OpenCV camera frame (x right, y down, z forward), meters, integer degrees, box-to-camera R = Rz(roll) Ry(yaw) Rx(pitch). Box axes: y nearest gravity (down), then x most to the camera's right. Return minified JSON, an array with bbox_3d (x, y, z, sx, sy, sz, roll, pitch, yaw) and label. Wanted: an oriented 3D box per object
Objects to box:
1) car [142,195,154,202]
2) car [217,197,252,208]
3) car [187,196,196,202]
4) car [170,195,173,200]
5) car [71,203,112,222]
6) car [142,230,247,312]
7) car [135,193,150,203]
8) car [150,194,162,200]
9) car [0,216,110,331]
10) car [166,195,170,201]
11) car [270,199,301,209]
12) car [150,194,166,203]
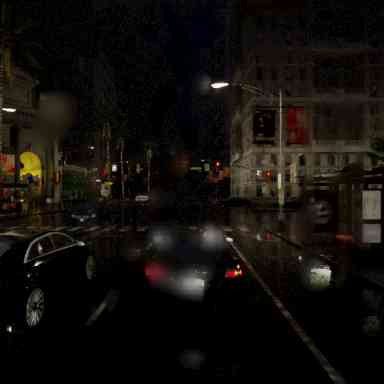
[{"bbox_3d":[-10.626,1.540,80.693,2.033,1.411,5.357,0,0,0],"label":"car"},{"bbox_3d":[6.074,1.478,47.431,5.008,1.535,1.882,0,0,9],"label":"car"},{"bbox_3d":[-0.120,1.553,75.384,1.994,1.385,4.181,0,0,0],"label":"car"},{"bbox_3d":[-6.312,1.524,90.185,1.812,1.442,4.674,0,0,10],"label":"car"},{"bbox_3d":[-7.002,1.526,23.676,1.812,1.442,4.674,0,0,2],"label":"car"},{"bbox_3d":[0.052,1.564,7.790,1.994,1.385,4.181,0,0,0],"label":"car"},{"bbox_3d":[-10.613,1.225,70.677,2.150,2.045,5.566,0,0,0],"label":"car"},{"bbox_3d":[-9.746,1.355,90.868,2.097,1.767,4.553,0,0,10],"label":"car"},{"bbox_3d":[-3.453,1.492,6.855,2.128,1.511,4.902,0,0,0],"label":"car"},{"bbox_3d":[-7.125,1.355,80.056,2.097,1.767,4.553,0,0,0],"label":"car"},{"bbox_3d":[12.616,1.601,43.212,4.718,1.301,1.895,0,0,-2],"label":"car"},{"bbox_3d":[-7.112,1.553,69.873,1.994,1.385,4.181,0,0,0],"label":"car"}]
